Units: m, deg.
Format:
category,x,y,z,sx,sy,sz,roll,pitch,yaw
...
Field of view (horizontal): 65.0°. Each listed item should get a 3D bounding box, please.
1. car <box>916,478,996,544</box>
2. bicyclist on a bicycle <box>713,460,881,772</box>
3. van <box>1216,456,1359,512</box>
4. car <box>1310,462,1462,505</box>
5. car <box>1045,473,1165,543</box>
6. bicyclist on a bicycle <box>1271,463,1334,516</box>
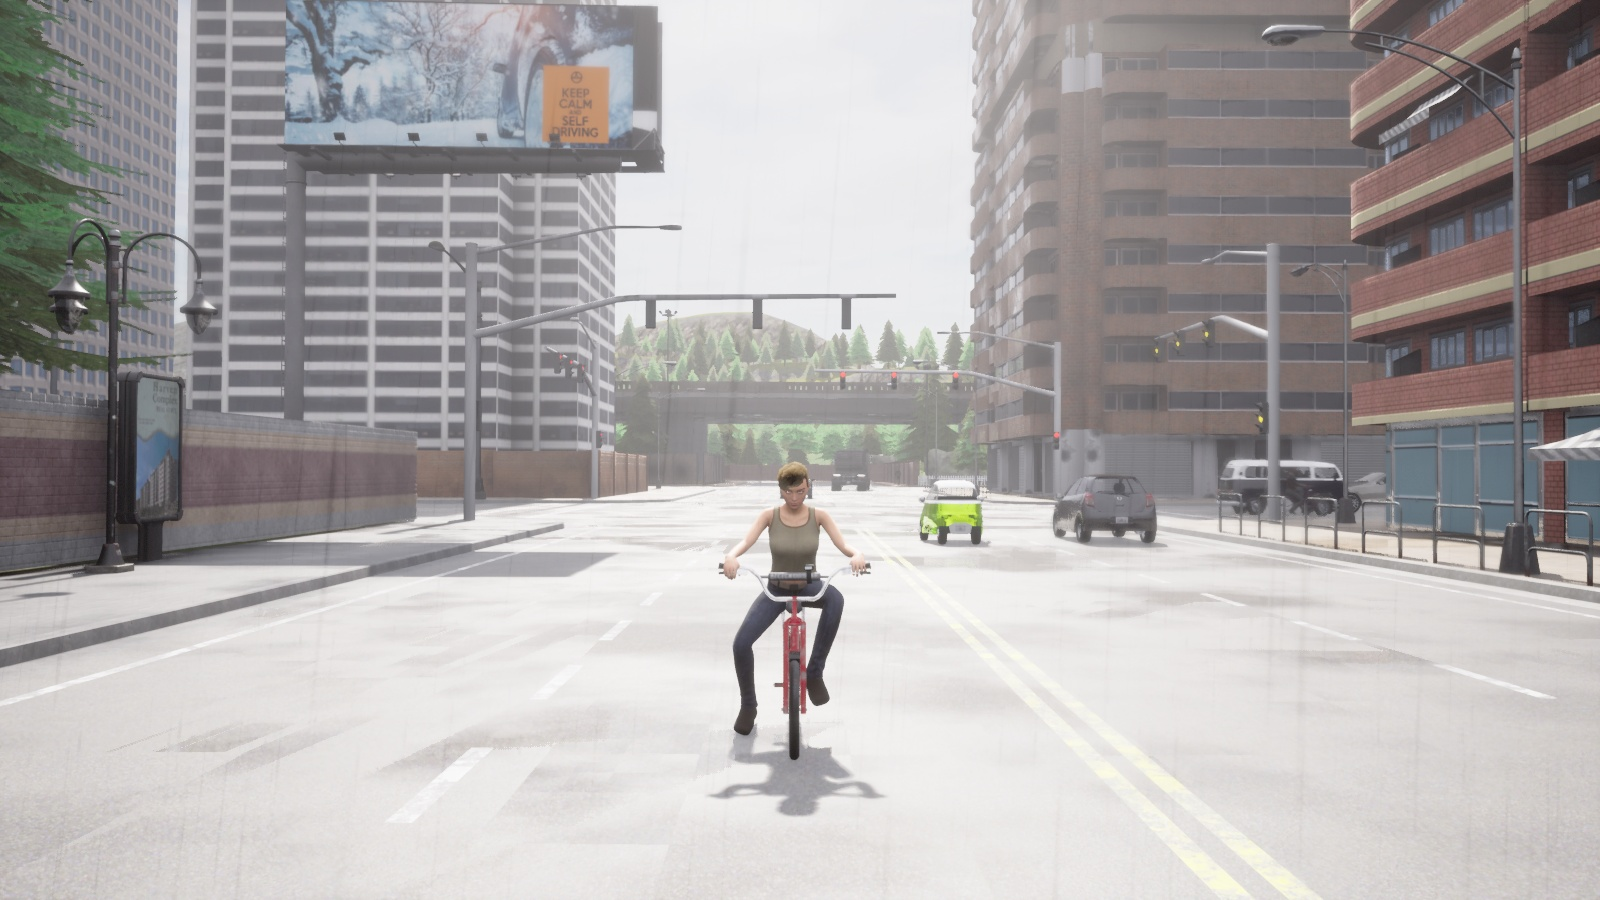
category,x,y,z,sx,sy,sz,roll,pitch,yaw
car,3.426,1.322,27.811,1.481,1.376,2.207,0,-1,0
bicyclist on a bicycle,-0.027,0.873,7.275,0.866,1.612,1.509,0,-1,-1
van,17.981,1.244,46.454,4.480,2.038,2.069,0,-1,0
car,23.241,1.337,49.939,5.027,1.651,2.152,0,-1,0
car,6.923,1.284,28.835,1.845,1.501,3.633,0,-1,0
bicyclist on a bicycle,17.182,1.336,42.955,1.843,1.776,0.659,0,-1,0
